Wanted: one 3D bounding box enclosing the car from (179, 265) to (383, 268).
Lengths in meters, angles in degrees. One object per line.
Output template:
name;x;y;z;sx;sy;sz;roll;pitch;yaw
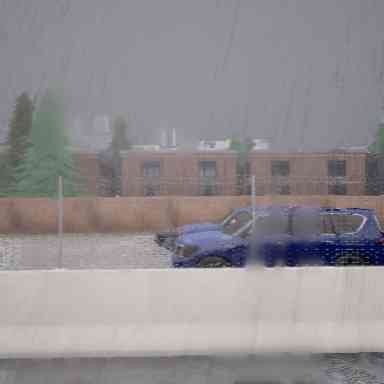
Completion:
car;2.231;1.442;8.863;5.566;2.045;2.150;0;-1;-1
